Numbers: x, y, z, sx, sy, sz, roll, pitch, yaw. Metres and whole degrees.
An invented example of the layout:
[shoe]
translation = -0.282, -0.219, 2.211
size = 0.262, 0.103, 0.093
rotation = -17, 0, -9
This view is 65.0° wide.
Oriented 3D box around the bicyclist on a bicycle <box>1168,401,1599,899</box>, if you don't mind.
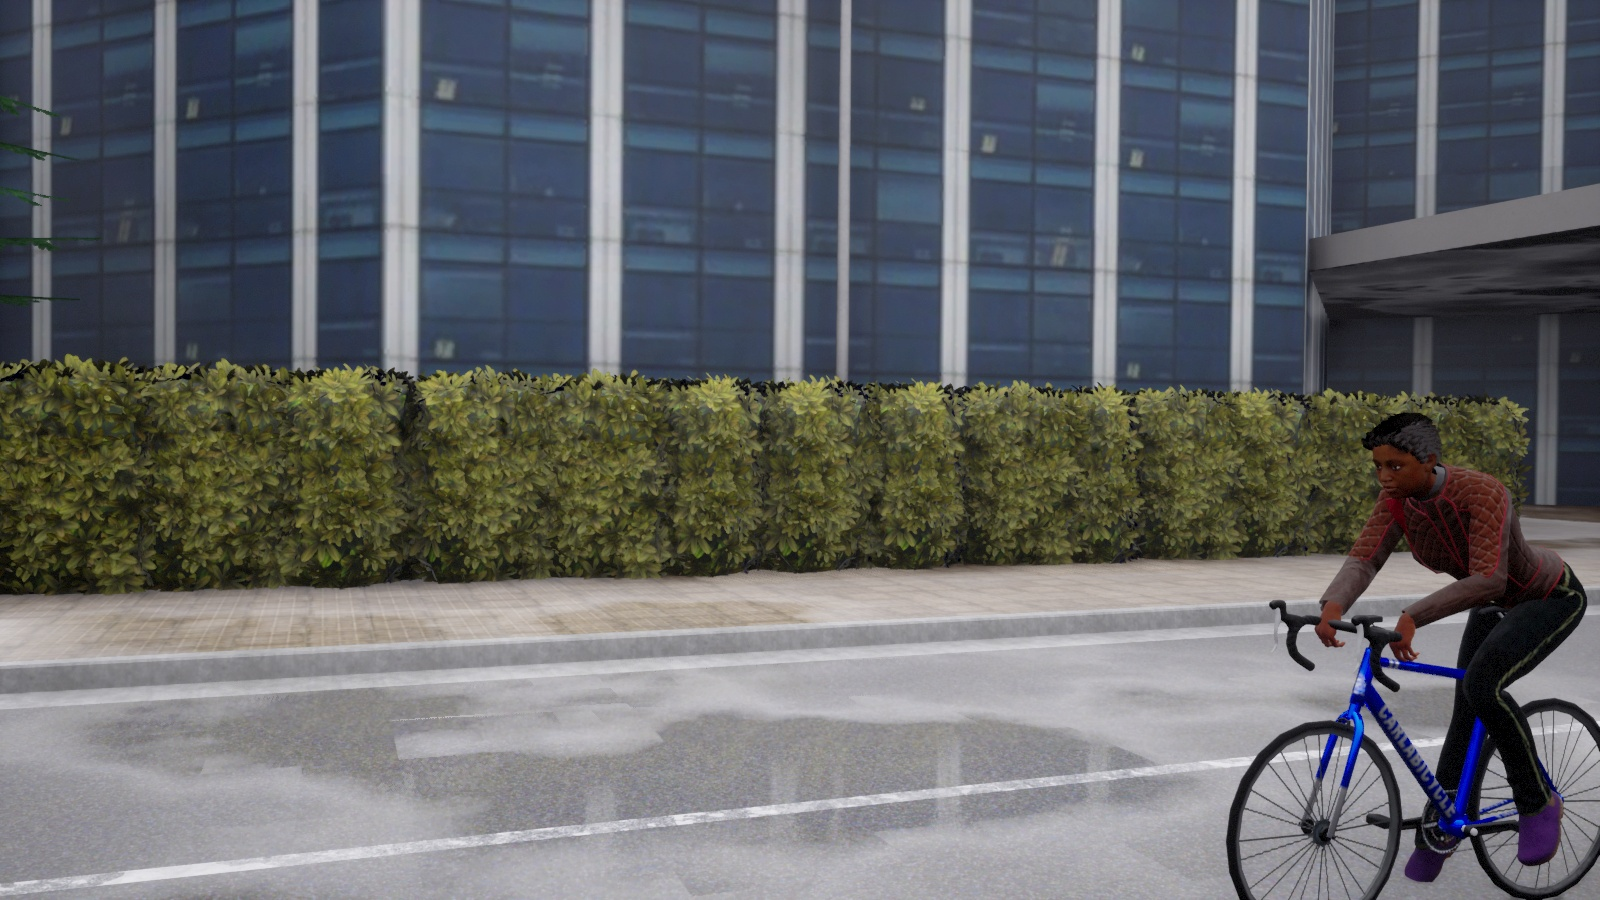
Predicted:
[bicyclist on a bicycle]
translation = 2.059, 0.663, 4.021
size = 1.656, 1.620, 0.582
rotation = -1, 1, -21
